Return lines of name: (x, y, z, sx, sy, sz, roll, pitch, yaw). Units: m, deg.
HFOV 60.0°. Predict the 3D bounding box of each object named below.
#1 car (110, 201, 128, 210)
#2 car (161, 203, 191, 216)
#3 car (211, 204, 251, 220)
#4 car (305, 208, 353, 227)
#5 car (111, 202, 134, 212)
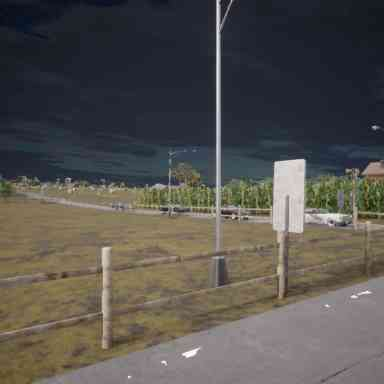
car: (-14.162, 2.596, 64.238, 1.994, 1.385, 4.181, 3, -1, -35)
car: (-2.036, 2.215, 42.152, 1.882, 1.535, 5.008, 3, -3, -35)
car: (3.878, 2.037, 33.841, 1.837, 1.490, 4.892, 3, -3, -36)
car: (9.787, 1.919, 25.613, 1.895, 1.301, 4.718, 3, -3, -37)
car: (-11.232, 2.430, 55.215, 2.128, 1.511, 4.902, 3, -2, -35)
